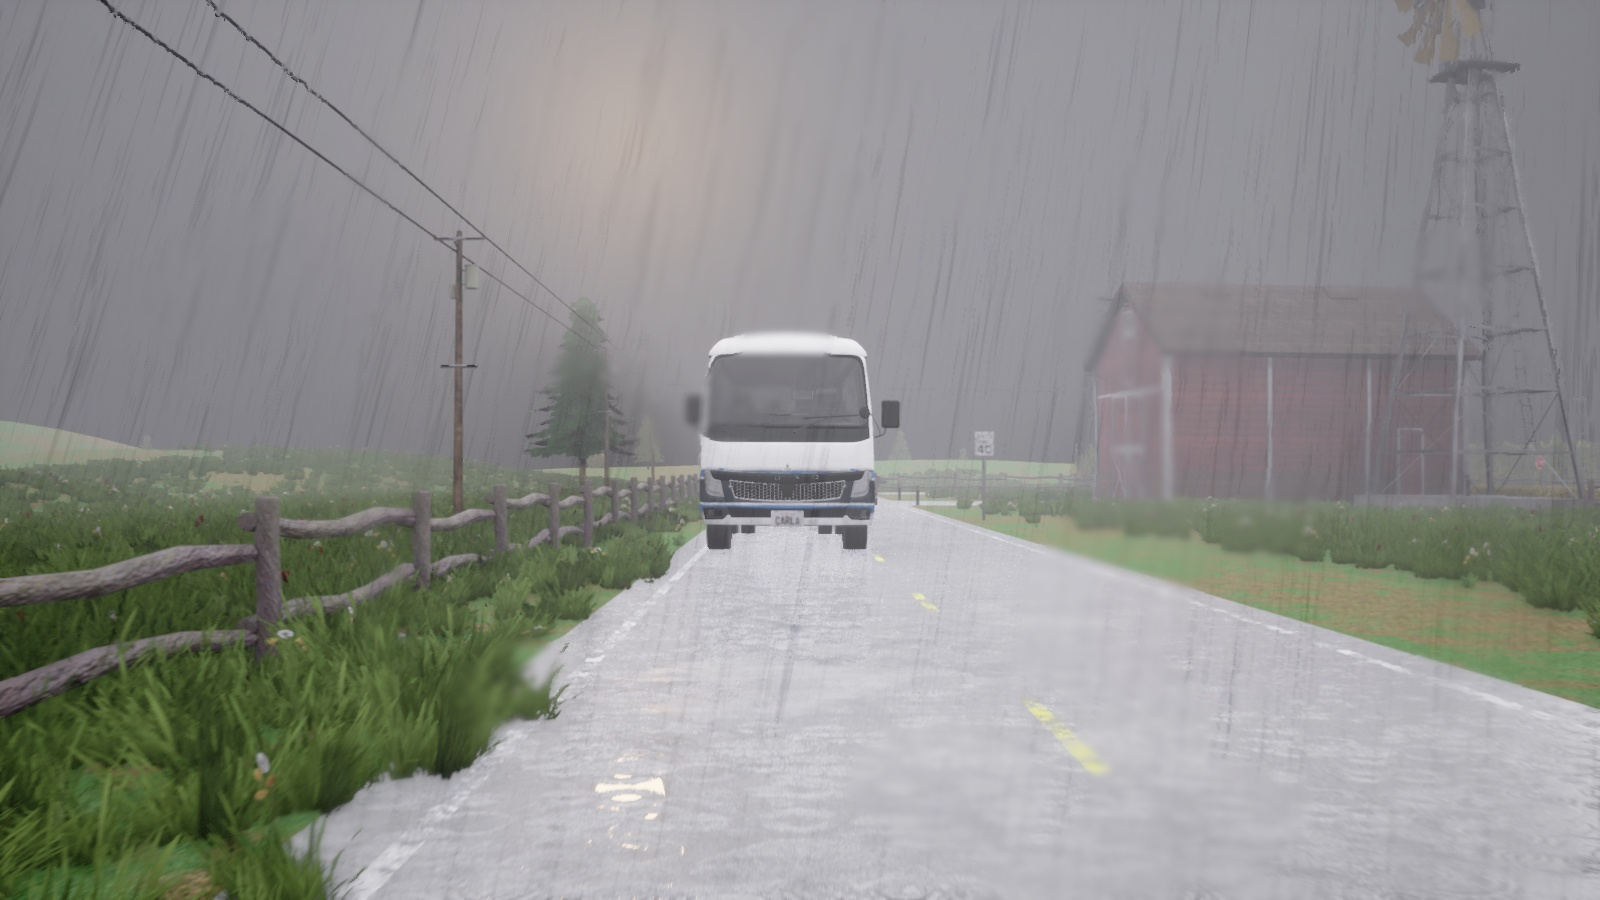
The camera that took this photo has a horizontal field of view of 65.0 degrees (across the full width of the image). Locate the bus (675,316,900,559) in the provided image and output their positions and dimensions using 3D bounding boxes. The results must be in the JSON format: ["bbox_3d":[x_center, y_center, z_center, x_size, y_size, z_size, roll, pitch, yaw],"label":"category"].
[{"bbox_3d":[-0.279,-0.150,27.228,3.944,4.253,10.273,0,-1,-1],"label":"bus"}]
